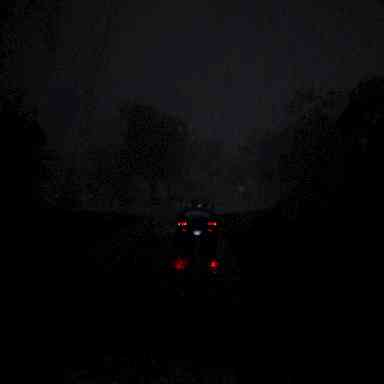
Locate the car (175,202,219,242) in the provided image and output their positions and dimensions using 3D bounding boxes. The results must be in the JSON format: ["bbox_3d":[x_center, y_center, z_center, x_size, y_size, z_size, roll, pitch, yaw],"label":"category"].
[{"bbox_3d":[0.222,1.421,15.508,1.812,1.442,4.674,0,0,0],"label":"car"}]

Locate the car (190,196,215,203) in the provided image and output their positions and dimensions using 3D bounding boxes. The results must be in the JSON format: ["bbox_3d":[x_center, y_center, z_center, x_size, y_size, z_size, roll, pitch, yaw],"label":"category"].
[{"bbox_3d":[0.860,1.161,28.440,2.097,1.767,4.553,0,0,6],"label":"car"}]

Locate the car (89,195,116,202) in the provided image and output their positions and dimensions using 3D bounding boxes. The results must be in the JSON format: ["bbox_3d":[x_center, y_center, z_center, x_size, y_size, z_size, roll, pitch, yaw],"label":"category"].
[{"bbox_3d":[-16.248,1.188,60.622,1.895,1.301,4.718,0,0,38],"label":"car"}]

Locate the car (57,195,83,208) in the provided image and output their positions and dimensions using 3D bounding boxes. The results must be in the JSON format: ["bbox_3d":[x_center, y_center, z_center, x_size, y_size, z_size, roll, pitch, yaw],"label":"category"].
[{"bbox_3d":[-15.737,1.185,42.773,1.882,1.535,5.008,0,0,-41],"label":"car"}]
